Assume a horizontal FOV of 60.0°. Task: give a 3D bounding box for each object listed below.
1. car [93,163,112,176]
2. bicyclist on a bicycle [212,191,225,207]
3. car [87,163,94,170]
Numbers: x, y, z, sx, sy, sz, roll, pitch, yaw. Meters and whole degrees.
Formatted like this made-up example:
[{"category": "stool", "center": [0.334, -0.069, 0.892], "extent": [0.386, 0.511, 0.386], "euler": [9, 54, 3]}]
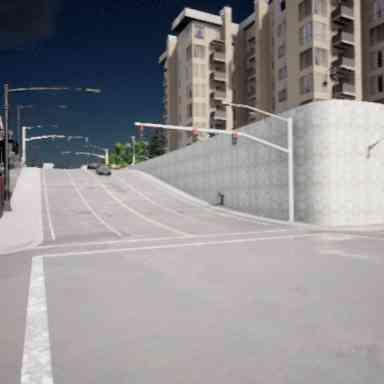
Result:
[{"category": "car", "center": [-14.259, -3.464, 53.713], "extent": [1.994, 1.385, 4.181], "euler": [0, 11, -24]}, {"category": "bicyclist on a bicycle", "center": [2.850, 0.704, 34.208], "extent": [1.656, 1.620, 0.582], "euler": [0, 6, -24]}, {"category": "car", "center": [-18.499, -4.838, 62.773], "extent": [1.994, 1.385, 4.181], "euler": [0, 4, -25]}]
